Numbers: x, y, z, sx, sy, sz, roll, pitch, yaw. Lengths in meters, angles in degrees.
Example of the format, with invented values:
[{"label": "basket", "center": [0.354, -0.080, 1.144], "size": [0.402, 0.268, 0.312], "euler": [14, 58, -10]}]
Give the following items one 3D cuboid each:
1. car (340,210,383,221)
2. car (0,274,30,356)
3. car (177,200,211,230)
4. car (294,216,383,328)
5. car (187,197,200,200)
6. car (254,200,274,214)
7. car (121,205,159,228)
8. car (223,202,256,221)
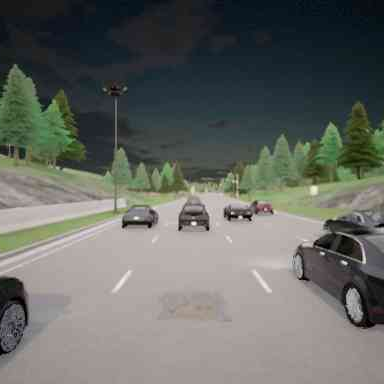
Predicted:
[{"label": "car", "center": [7.105, 1.486, 13.761], "size": [2.128, 1.511, 4.902], "euler": [0, 0, 0]}, {"label": "car", "center": [-3.394, 1.490, 3.166], "size": [2.128, 1.511, 4.902], "euler": [0, 0, 0]}, {"label": "car", "center": [0.107, 1.495, 20.827], "size": [1.837, 1.490, 4.892], "euler": [0, 0, 0]}, {"label": "car", "center": [3.606, 1.502, 6.939], "size": [1.837, 1.490, 4.892], "euler": [0, 0, 0]}, {"label": "car", "center": [0.234, 1.334, 39.985], "size": [2.097, 1.767, 4.553], "euler": [0, 0, 1]}, {"label": "car", "center": [7.127, 1.511, 34.366], "size": [1.812, 1.442, 4.674], "euler": [0, 0, 0]}, {"label": "car", "center": [-3.392, 1.553, 22.257], "size": [1.994, 1.385, 4.181], "euler": [0, 0, 0]}, {"label": "car", "center": [3.609, 1.589, 26.907], "size": [1.895, 1.301, 4.718], "euler": [0, 0, 0]}]
